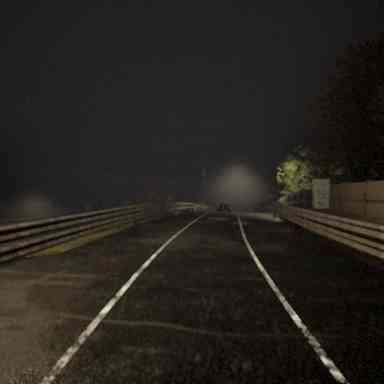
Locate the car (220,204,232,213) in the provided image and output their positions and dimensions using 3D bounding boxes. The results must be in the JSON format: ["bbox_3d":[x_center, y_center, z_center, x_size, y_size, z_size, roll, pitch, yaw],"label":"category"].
[{"bbox_3d":[6.014,2.832,57.966,1.812,1.442,4.674,0,-4,9],"label":"car"}]

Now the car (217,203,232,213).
[{"bbox_3d":[4.625,2.269,48.064,1.994,1.385,4.181,0,-3,8],"label":"car"}]
